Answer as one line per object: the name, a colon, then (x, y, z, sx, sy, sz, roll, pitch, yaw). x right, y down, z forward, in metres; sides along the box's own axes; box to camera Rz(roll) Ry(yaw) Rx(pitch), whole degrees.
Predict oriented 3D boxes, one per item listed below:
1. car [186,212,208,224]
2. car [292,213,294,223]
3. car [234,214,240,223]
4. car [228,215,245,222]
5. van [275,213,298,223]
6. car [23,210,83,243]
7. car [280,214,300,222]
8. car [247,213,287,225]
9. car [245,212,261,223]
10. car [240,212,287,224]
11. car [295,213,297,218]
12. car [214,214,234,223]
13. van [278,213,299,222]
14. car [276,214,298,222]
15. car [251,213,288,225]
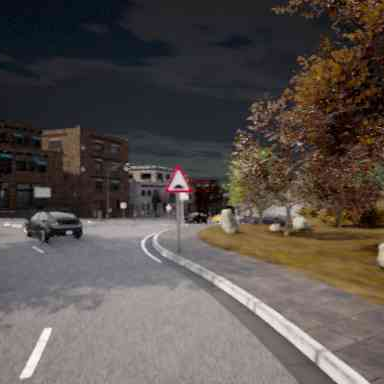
car: (0.736, 3.465, 44.430, 1.882, 1.535, 5.008, -1, -5, 20)
car: (12.766, 4.253, 52.153, 5.366, 1.575, 1.946, -1, -5, 21)
car: (8.471, 4.485, 55.910, 2.128, 1.511, 4.902, -1, -5, 21)
car: (8.857, 5.285, 66.029, 2.033, 1.411, 5.357, -1, -4, 21)
van: (19.910, 5.398, 70.029, 4.442, 1.987, 1.878, -1, -4, 21)
car: (-7.561, 1.750, 17.912, 1.837, 1.490, 4.892, 1, -2, -42)
car: (23.750, 6.198, 80.331, 4.553, 1.767, 2.185, -1, -4, 21)
car: (9.995, 3.614, 44.392, 5.008, 1.535, 2.097, -1, -5, 21)
car: (12.056, 4.954, 65.309, 2.150, 2.045, 5.566, -1, -4, 21)
car: (9.014, 3.397, 41.826, 4.892, 1.521, 2.231, -1, -5, 21)
car: (15.876, 4.902, 59.786, 4.674, 1.452, 2.002, -1, -4, 21)
car: (5.138, 4.452, 56.292, 1.882, 1.535, 5.008, -1, -5, 21)
van: (22.635, 5.934, 77.822, 4.442, 1.987, 1.878, -1, -4, 21)
car: (20.797, 5.691, 72.764, 4.553, 1.767, 2.185, -1, -4, 21)
car: (10.985, 3.830, 46.952, 4.892, 1.521, 2.231, -1, -5, 21)
